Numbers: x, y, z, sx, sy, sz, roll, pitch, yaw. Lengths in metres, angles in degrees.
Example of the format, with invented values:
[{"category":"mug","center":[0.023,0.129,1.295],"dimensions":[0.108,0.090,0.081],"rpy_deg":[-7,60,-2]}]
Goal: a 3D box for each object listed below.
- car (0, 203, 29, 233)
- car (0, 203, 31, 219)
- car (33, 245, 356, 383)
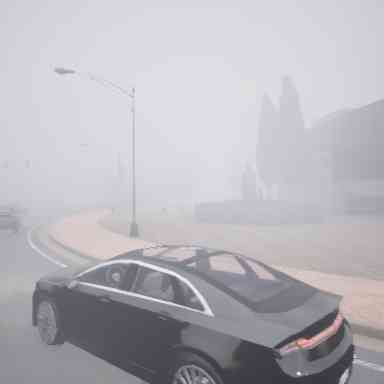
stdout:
[{"category":"car","center":[-11.560,1.685,20.552],"dimensions":[2.128,1.511,4.902],"rpy_deg":[0,0,-22]},{"category":"car","center":[-18.244,1.861,33.614],"dimensions":[2.033,1.411,5.357],"rpy_deg":[0,0,-7]},{"category":"car","center":[-0.440,1.520,4.647],"dimensions":[4.902,1.511,2.128],"rpy_deg":[-1,0,40]}]
